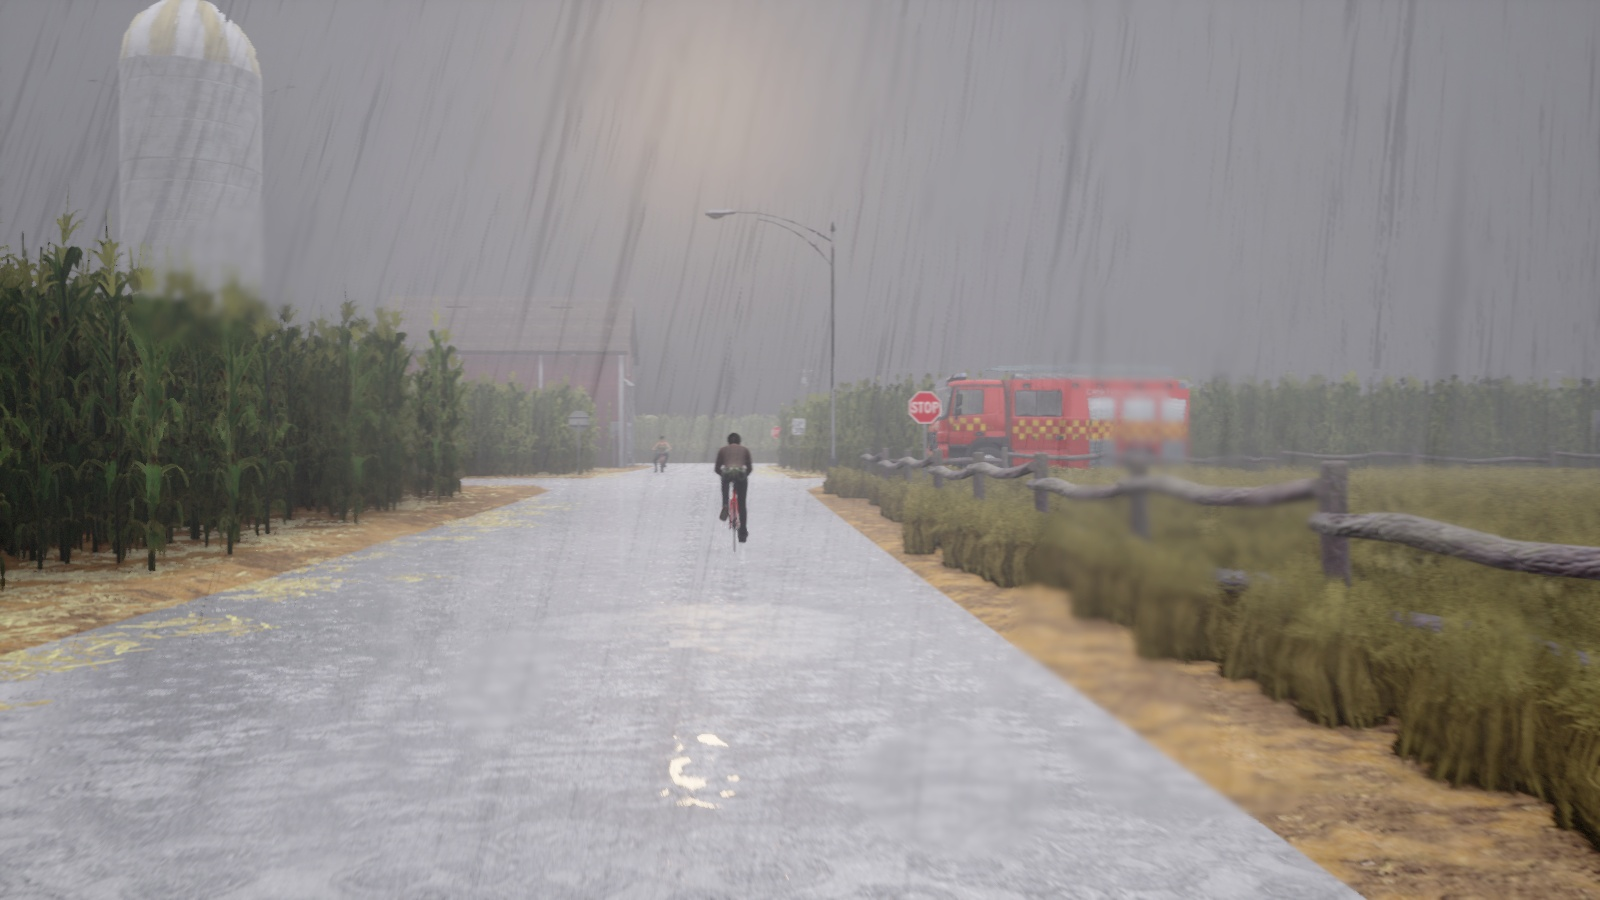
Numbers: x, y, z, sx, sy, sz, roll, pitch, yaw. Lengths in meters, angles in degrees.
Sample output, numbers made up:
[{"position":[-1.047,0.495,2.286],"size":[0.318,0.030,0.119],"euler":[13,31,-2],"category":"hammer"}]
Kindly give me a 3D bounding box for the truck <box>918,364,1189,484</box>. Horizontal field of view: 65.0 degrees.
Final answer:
[{"position":[8.391,-0.851,42.227],"size":[8.468,3.827,2.891],"euler":[0,0,-3],"category":"truck"}]

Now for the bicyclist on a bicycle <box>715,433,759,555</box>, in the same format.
[{"position":[-0.881,0.581,17.575],"size":[0.582,1.620,1.656],"euler":[0,0,-3],"category":"bicyclist on a bicycle"}]
